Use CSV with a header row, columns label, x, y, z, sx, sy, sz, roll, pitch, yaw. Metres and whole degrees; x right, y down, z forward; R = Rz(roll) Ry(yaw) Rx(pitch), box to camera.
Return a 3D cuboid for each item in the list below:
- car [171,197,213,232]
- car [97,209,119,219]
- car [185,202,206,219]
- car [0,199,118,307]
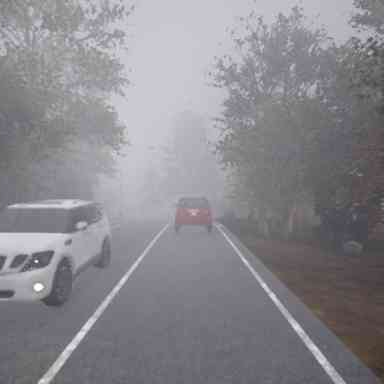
label,x,y,z,sx,sy,sz,roll,pitch,yaw
car,0.088,1.301,20.647,2.150,2.045,5.566,0,-1,0
car,-18.719,5.000,74.424,2.150,2.045,5.566,-2,-5,20
car,0.471,2.183,38.662,2.097,1.767,4.553,0,-4,4
car,-3.605,1.234,8.368,2.150,2.045,5.566,0,0,0
